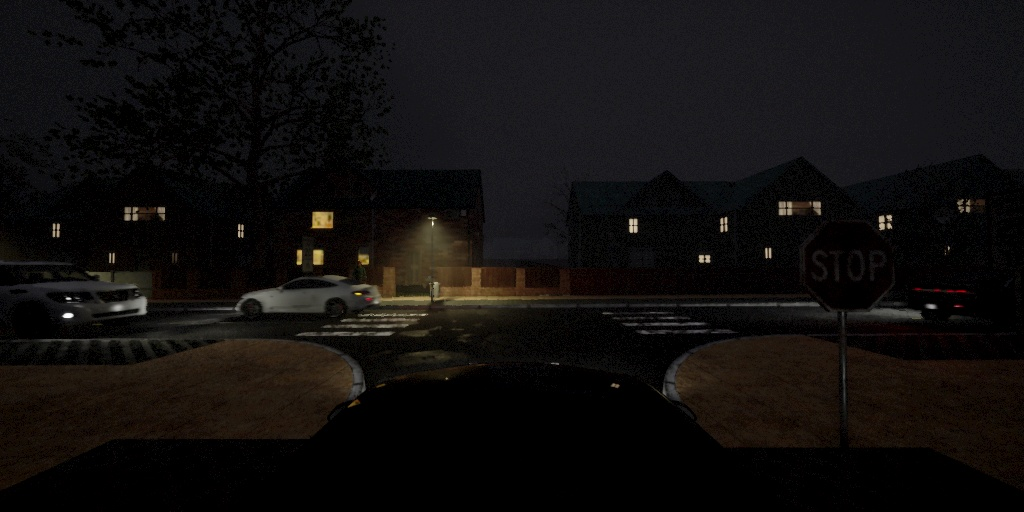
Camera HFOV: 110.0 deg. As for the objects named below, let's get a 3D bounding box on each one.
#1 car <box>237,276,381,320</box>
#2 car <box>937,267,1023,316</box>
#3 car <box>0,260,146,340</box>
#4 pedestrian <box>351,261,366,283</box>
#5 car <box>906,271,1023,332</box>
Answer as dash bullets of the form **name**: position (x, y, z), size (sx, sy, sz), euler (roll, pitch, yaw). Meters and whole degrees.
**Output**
- **car**: position (-7.151, 1.428, 12.865), size (4.674, 1.442, 1.812), euler (-1, -1, 1)
- **car**: position (18.661, 1.164, 12.555), size (4.902, 1.511, 2.128), euler (0, -1, 1)
- **car**: position (-13.696, 1.116, 9.988), size (5.566, 2.045, 2.150), euler (-1, -1, 1)
- **pedestrian**: position (-6.731, 1.113, 15.768), size (0.375, 1.860, 0.375), euler (0, -1, 1)
- **car**: position (13.742, 1.129, 9.663), size (4.902, 1.511, 2.128), euler (0, -1, 1)
